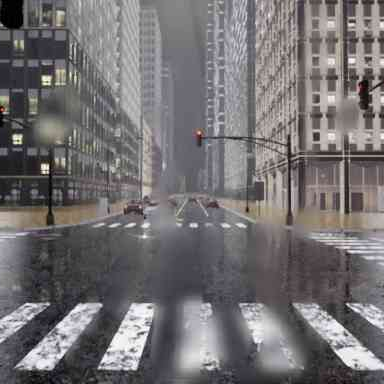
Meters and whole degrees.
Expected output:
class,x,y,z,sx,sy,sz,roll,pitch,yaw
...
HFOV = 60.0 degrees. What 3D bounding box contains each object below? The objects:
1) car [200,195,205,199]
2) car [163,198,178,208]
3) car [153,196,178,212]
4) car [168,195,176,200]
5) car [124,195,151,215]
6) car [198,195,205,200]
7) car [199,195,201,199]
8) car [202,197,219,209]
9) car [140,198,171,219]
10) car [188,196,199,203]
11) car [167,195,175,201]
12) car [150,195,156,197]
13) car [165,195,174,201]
class,x,y,z,sx,sy,sz,roll,pitch,yaw
car,2.737,1.539,56.222,1.752,1.417,4.829,1,0,0
car,-3.065,1.612,49.117,1.895,1.301,4.718,0,0,0
car,-3.078,1.556,38.824,2.033,1.411,5.357,0,0,0
car,-5.623,1.590,95.016,1.947,1.339,4.313,1,0,0
car,-5.655,1.448,33.689,1.967,1.590,4.097,1,0,0
car,2.758,1.569,95.092,1.887,1.381,4.507,1,0,0
car,2.739,1.581,61.629,1.947,1.339,4.313,1,0,0
car,2.728,1.592,44.896,1.802,1.307,4.206,1,0,0
car,-3.088,1.532,29.160,1.812,1.442,4.674,0,0,0
car,0.123,1.563,70.400,2.033,1.411,5.357,0,0,0
car,-5.626,1.573,89.440,2.008,1.369,4.403,1,0,0
car,-5.646,1.326,44.839,2.192,1.841,5.009,1,0,0
car,-5.629,1.566,83.865,1.887,1.381,4.507,1,0,0
